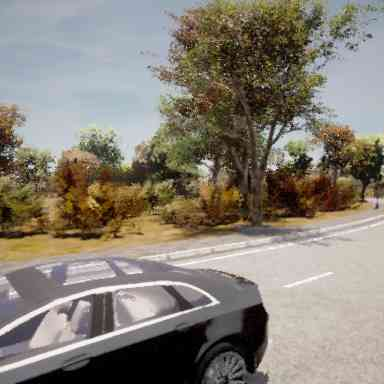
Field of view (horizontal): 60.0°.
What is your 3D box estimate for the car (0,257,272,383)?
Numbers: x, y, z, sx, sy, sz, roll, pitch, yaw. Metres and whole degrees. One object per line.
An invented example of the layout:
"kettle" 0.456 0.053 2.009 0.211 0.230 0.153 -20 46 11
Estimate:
"car" -1.335 1.500 3.188 4.902 1.511 2.128 0 0 -37
